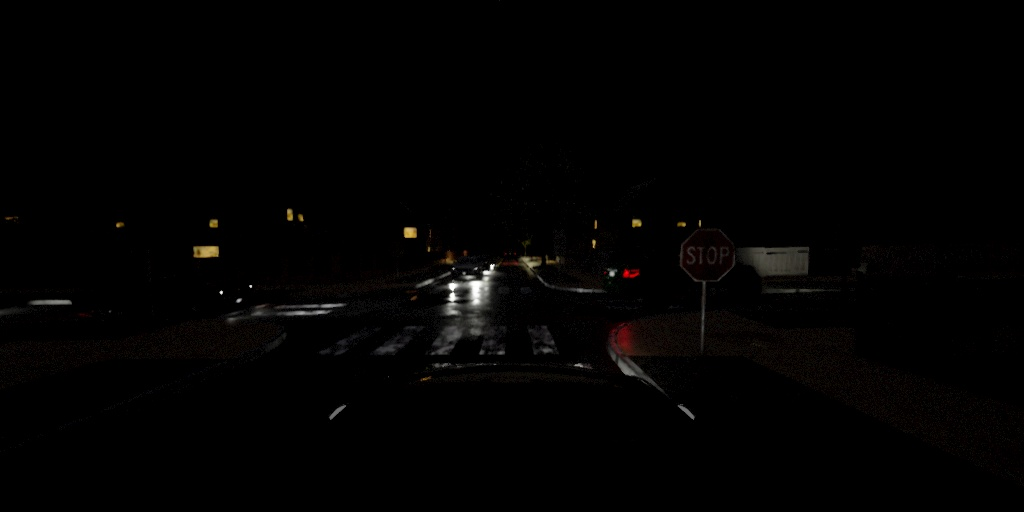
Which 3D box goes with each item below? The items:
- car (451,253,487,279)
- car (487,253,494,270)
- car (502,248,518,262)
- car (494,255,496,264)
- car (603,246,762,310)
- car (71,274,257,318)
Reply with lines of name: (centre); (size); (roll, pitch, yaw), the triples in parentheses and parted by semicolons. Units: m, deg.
car: (-2.961, 0.730, 24.443); (1.812, 1.442, 4.674); (0, 1, 0)
car: (-2.998, 0.520, 33.611); (1.812, 1.442, 4.674); (0, 1, 0)
car: (-0.254, -0.222, 53.346); (2.150, 2.045, 5.566); (0, 1, 0)
car: (-3.051, 0.308, 44.624); (1.994, 1.385, 4.181); (0, 1, 0)
car: (6.068, 0.636, 12.910); (5.566, 2.045, 2.150); (-2, 2, -13)
car: (-11.710, 1.277, 12.373); (4.718, 1.301, 1.895); (-1, 3, -3)
